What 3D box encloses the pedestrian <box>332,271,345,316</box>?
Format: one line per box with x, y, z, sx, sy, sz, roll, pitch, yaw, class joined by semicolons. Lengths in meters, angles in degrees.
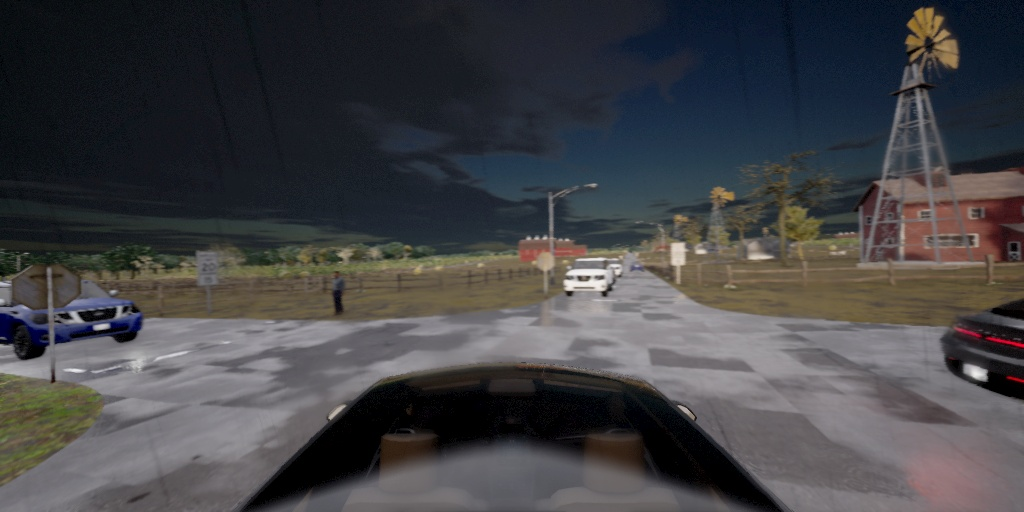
-7.149;1.501;14.740;0.375;1.860;0.375;-1;1;19;pedestrian

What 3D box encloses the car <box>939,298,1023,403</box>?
7.719;0.995;3.438;4.892;1.490;1.837;-3;0;19;car

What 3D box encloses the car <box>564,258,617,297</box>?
4.528;1.118;20.547;2.150;2.045;5.566;-2;-1;20;car

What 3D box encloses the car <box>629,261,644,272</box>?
20.512;1.691;59.066;2.097;1.767;4.553;-1;-1;18;car

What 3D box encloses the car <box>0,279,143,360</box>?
-13.894;1.713;10.734;5.566;2.045;2.150;-3;0;19;car

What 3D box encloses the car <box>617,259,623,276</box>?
11.054;1.317;39.964;2.150;2.045;5.566;-2;-1;18;car

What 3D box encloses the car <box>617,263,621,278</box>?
7.825;1.529;30.255;2.033;1.411;5.357;-2;-1;18;car
